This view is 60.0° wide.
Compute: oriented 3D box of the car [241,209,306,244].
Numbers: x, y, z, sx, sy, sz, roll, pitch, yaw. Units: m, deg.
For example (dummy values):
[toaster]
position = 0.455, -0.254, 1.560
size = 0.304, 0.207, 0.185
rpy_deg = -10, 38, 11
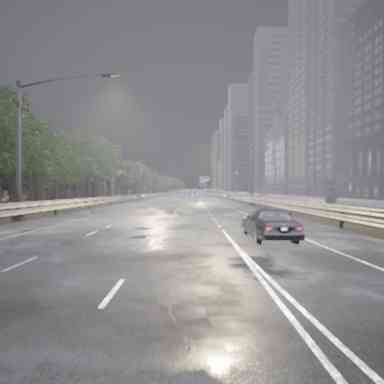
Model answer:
[car]
position = 3.566, 1.488, 15.471
size = 2.033, 1.411, 5.357
rpy_deg = 0, 0, -1
